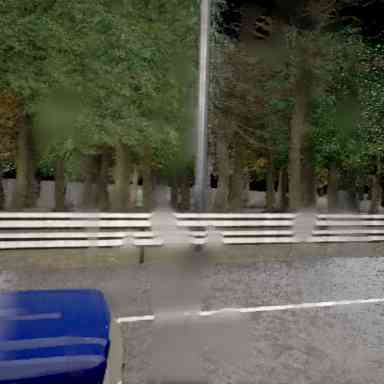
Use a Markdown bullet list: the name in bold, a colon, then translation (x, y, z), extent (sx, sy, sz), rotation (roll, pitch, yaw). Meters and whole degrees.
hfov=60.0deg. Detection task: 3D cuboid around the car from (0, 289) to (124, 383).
- **car**: translation (-3.001, 1.422, 2.876), extent (4.718, 1.301, 1.895), rotation (1, 2, -16)
